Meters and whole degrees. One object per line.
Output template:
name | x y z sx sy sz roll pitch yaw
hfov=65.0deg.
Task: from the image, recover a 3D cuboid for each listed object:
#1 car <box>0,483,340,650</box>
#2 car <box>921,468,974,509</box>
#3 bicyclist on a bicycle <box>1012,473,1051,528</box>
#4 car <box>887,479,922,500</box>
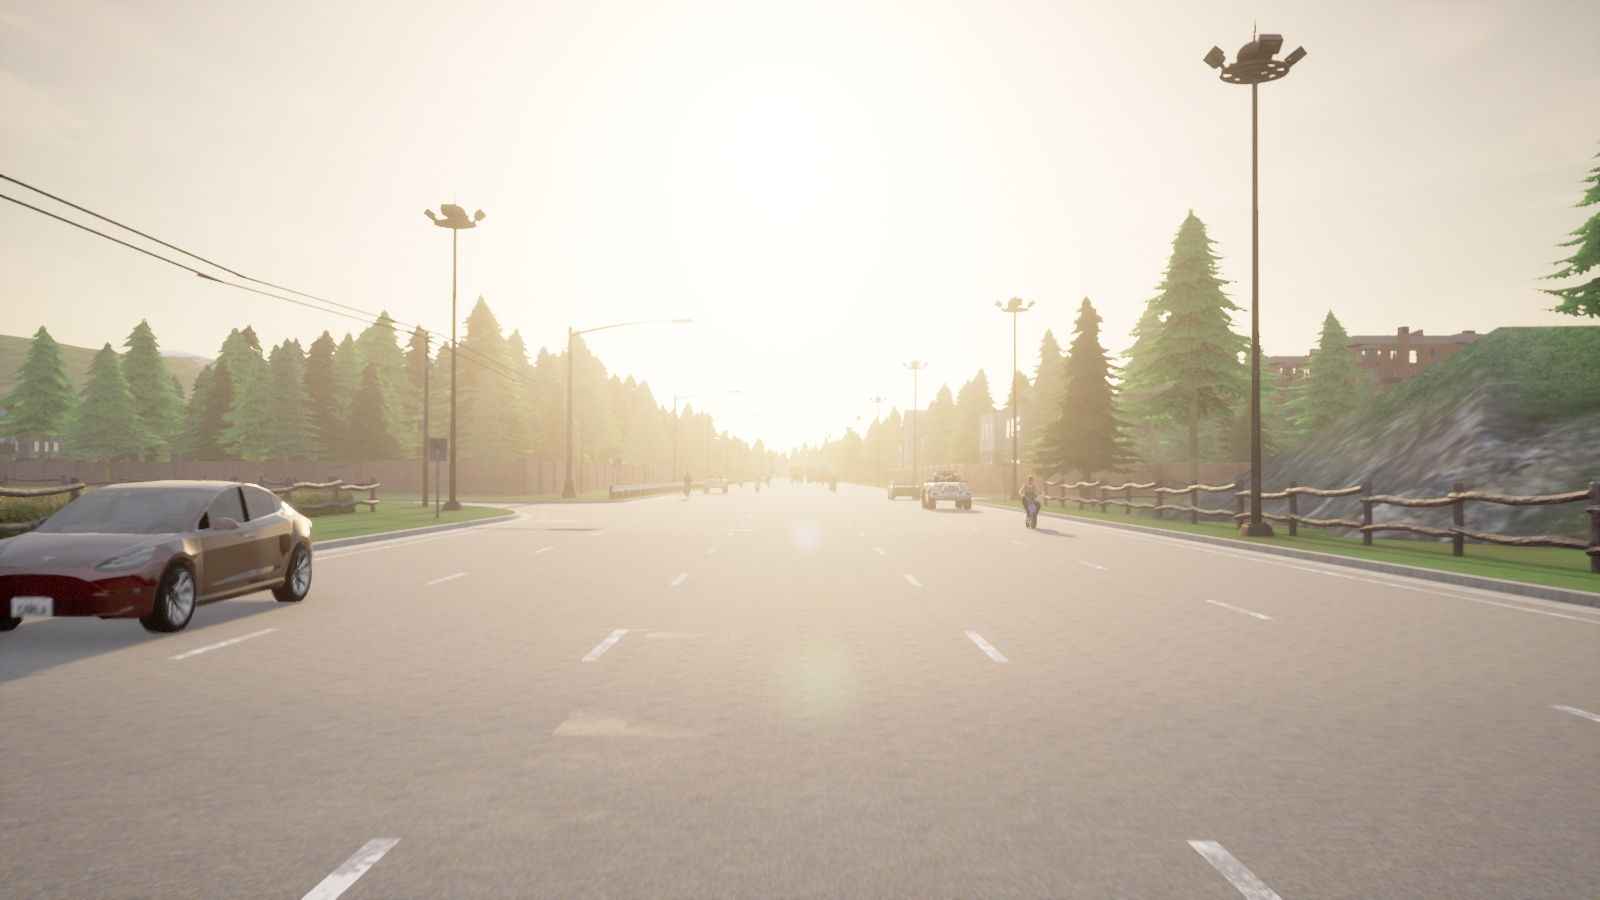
car | -7.031 1.130 13.861 2.163 1.488 4.792 0 -1 0
car | 6.854 1.804 58.728 1.932 1.855 4.605 0 -2 0
bicyclist on a bicycle | 6.911 1.491 37.532 0.866 1.612 1.509 0 -1 0
car | 6.798 2.556 81.904 1.895 1.301 4.718 0 -1 0
